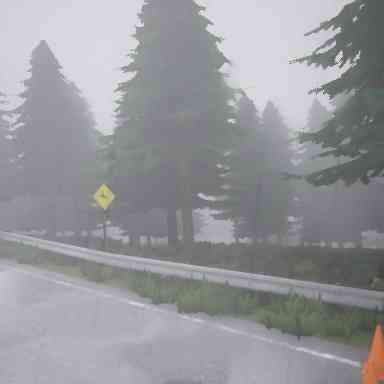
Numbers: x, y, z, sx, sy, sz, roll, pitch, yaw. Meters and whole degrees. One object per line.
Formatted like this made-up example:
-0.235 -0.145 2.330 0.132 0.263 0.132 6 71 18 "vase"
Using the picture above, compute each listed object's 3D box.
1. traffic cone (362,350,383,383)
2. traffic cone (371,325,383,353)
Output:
1.773 1.956 3.297 0.340 0.580 0.340 0 0 34 "traffic cone"
2.321 1.956 4.130 0.340 0.580 0.340 0 0 34 "traffic cone"
